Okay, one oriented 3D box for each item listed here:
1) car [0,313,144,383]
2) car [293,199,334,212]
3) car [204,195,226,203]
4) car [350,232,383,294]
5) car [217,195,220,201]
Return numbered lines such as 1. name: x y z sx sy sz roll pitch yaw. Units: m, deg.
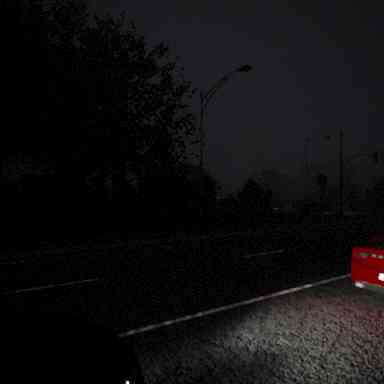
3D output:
1. car: -2.621 1.489 1.885 4.902 1.511 2.128 0 0 -35
2. car: 14.440 1.533 39.802 1.882 1.535 5.008 0 0 -33
3. car: 4.720 1.361 68.761 2.128 1.511 4.902 0 1 -33
4. car: 5.753 1.492 7.821 5.008 1.535 1.882 0 0 -35
5. car: 3.893 1.511 56.616 1.812 1.442 4.674 0 0 -32
